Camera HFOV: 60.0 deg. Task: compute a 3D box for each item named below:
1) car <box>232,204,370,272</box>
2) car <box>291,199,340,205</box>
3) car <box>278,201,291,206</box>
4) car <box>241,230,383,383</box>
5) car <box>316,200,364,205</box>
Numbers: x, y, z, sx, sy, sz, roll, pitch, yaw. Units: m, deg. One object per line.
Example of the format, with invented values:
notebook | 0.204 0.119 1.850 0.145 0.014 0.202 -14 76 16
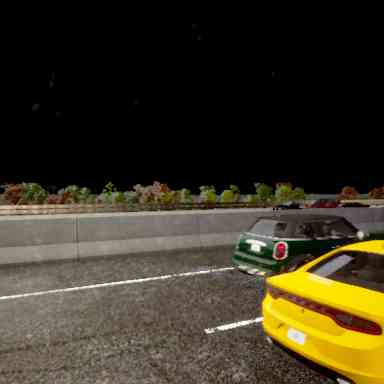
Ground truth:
car | 3.399 1.361 8.929 4.553 1.767 2.097 0 0 -28
car | 11.445 1.384 29.356 4.553 1.767 2.097 0 0 -28
car | 9.681 1.598 32.381 4.181 1.385 1.994 0 0 -28
car | 3.363 1.484 4.942 5.008 1.535 1.882 0 0 -28
car | 12.222 1.555 25.801 4.674 1.442 1.812 0 0 -28
